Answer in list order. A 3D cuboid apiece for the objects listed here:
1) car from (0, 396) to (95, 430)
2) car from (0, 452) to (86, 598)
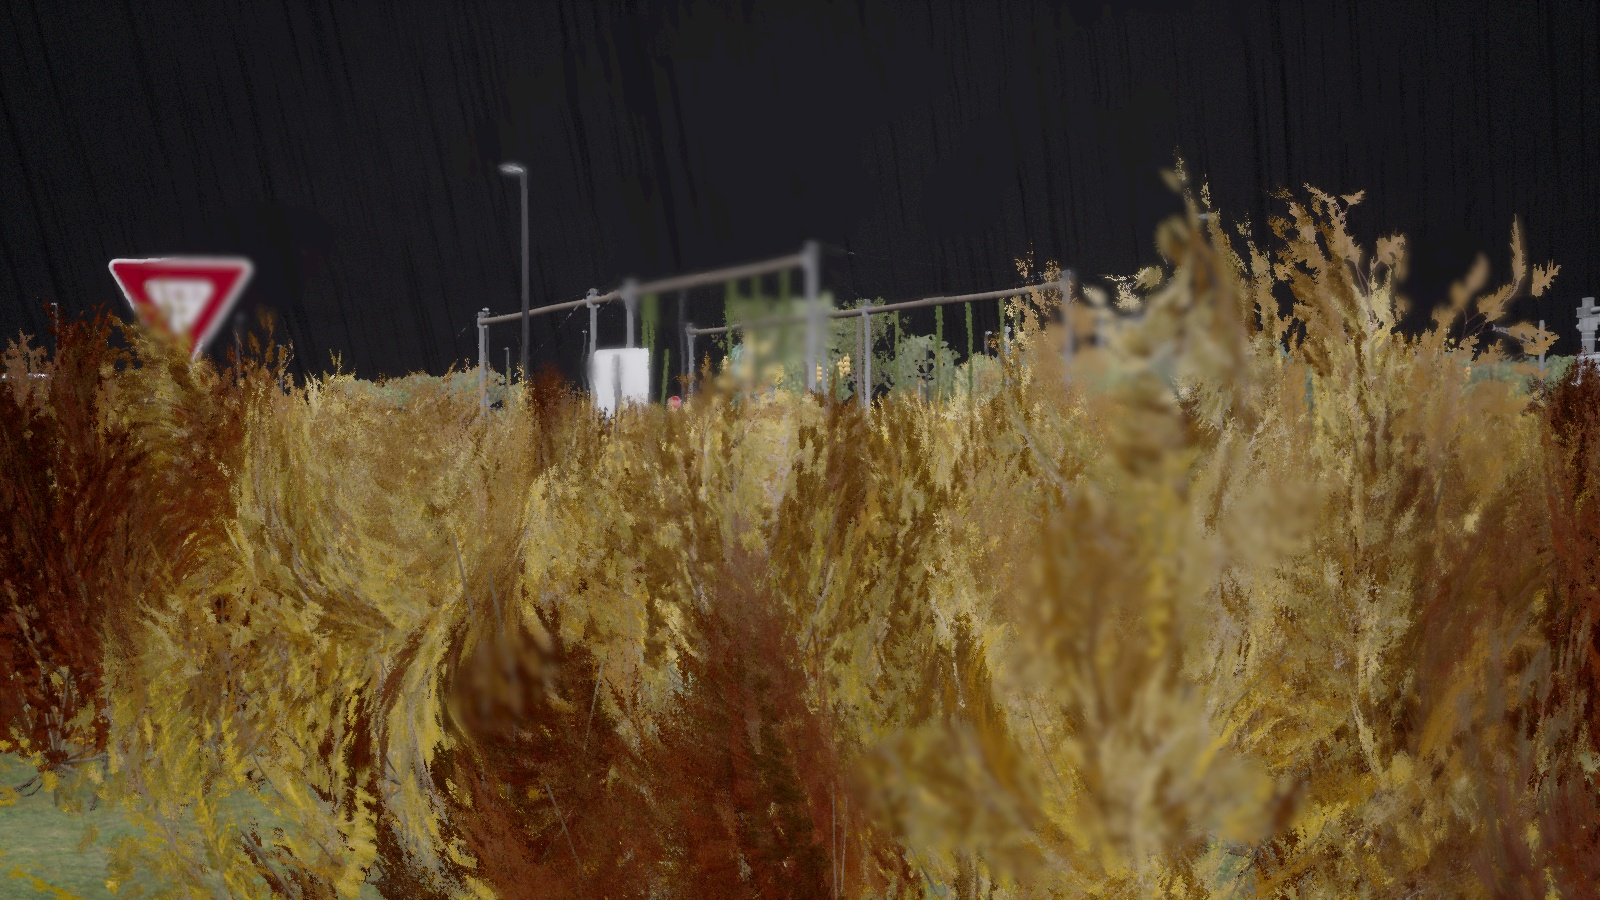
[{"bbox_3d":[-45.685,-2.215,76.152,4.553,1.767,2.097,3,0,-10],"label":"car"},{"bbox_3d":[-10.417,0.754,13.385,4.674,1.442,1.812,0,2,6],"label":"car"}]
